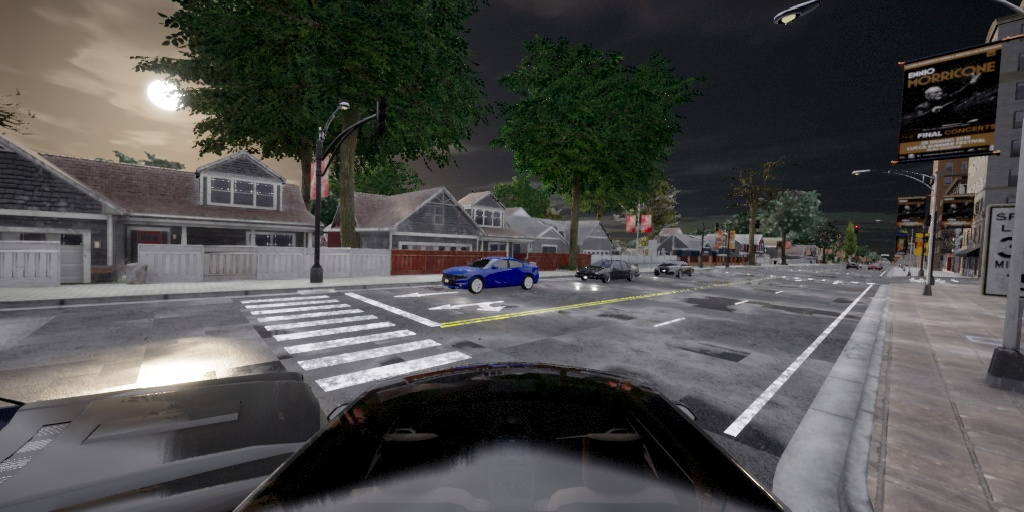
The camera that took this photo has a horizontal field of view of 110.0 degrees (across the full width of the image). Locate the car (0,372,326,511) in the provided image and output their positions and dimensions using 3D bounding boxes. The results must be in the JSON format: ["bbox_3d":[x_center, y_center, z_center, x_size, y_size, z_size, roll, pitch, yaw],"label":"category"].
[{"bbox_3d":[-3.317,1.273,1.469,4.718,1.301,1.895,1,2,-33],"label":"car"}]

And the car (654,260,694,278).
[{"bbox_3d":[13.695,1.027,30.233,4.181,1.385,1.994,1,2,-43],"label":"car"}]

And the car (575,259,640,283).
[{"bbox_3d":[6.391,0.927,23.425,5.357,1.411,2.033,1,2,-43],"label":"car"}]

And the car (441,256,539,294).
[{"bbox_3d":[-0.882,0.778,16.618,5.008,1.535,1.882,1,2,-43],"label":"car"}]
